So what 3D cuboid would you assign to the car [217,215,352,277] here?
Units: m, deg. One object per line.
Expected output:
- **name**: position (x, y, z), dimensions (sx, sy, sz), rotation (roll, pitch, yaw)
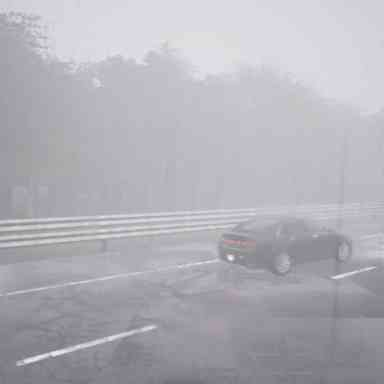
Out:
- **car**: position (3.005, 1.487, 10.263), dimensions (4.892, 1.490, 1.837), rotation (0, 0, -35)
